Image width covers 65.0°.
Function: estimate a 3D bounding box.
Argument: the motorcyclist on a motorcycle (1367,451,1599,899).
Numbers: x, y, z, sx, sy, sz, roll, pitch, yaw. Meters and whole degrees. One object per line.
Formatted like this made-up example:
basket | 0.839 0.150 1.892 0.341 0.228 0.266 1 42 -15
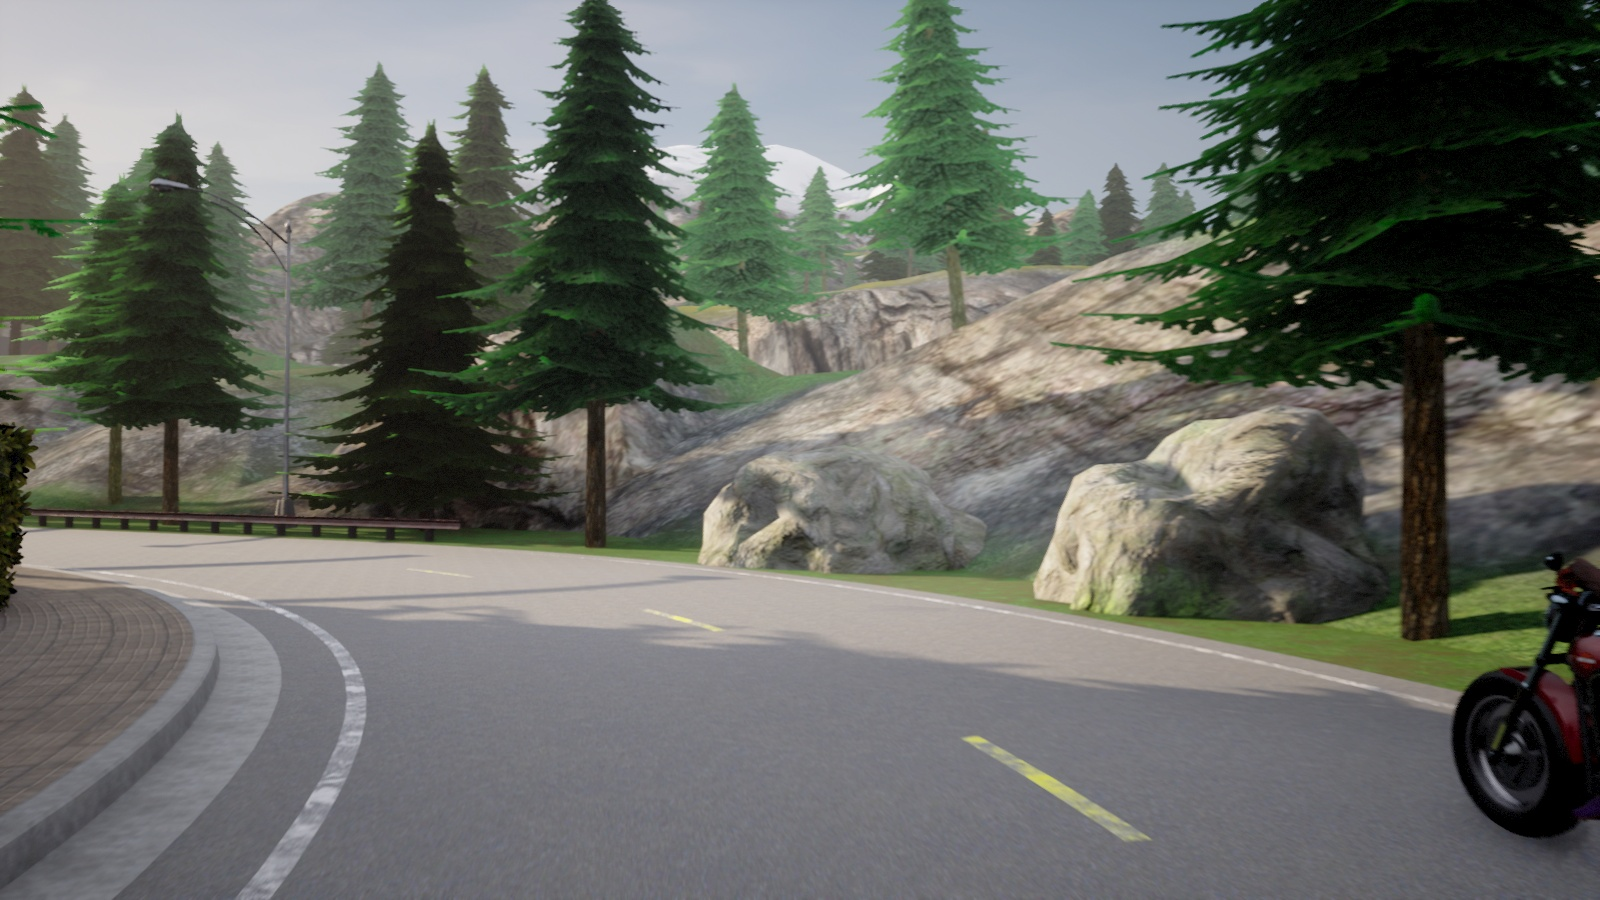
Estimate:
motorcyclist on a motorcycle | 3.217 0.830 4.816 0.766 1.649 2.350 -1 -1 -7
